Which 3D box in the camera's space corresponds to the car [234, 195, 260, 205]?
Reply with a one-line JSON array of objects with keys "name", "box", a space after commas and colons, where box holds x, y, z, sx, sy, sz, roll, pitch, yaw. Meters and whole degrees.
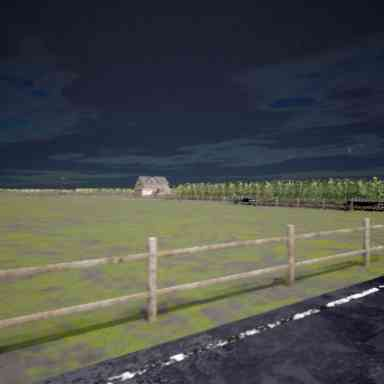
[{"name": "car", "box": [9.106, 1.300, 55.164, 2.128, 1.511, 4.902, -1, 1, -36]}]

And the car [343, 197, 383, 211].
[{"name": "car", "box": [20.610, 1.379, 39.589, 2.128, 1.511, 4.902, -1, 1, -36]}]
